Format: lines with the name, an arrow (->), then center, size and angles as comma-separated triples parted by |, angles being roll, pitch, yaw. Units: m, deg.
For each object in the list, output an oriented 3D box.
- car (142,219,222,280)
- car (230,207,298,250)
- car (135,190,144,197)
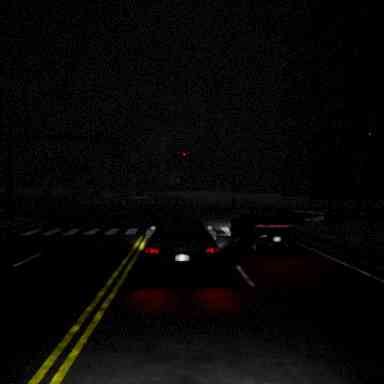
car -> -0.300, 1.476, 9.675 | 1.994, 1.385, 4.181 | 0, 0, -2
car -> 2.774, 1.365, 13.704 | 2.128, 1.511, 4.902 | 0, 0, -3
car -> -11.818, 0.311, 74.279 | 2.033, 1.411, 5.357 | 0, 1, -11
